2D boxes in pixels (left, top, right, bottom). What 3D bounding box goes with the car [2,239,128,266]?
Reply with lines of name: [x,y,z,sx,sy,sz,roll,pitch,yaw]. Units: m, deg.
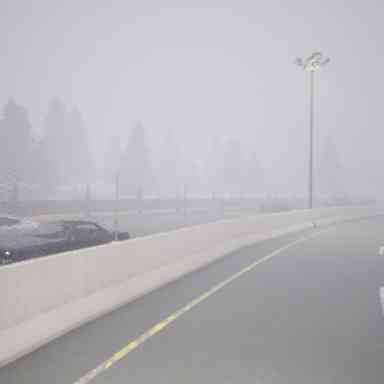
car: [-4.094,1.570,10.217,1.895,1.301,4.718,1,0,27]

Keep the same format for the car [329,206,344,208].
car: [20.145,1.634,46.182,5.566,2.045,2.150,1,0,-40]
